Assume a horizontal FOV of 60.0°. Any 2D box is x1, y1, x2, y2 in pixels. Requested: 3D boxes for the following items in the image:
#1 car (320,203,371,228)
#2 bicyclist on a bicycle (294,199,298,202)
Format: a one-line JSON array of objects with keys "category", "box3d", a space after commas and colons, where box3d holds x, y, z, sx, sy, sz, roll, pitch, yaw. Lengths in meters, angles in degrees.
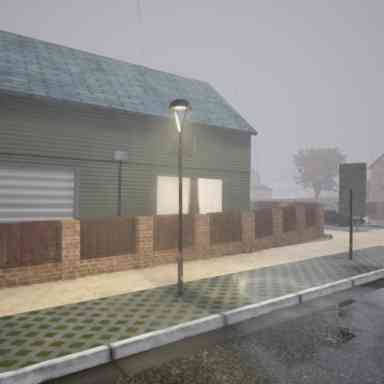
[{"category": "car", "box3d": [9.026, 1.505, 21.739, 2.128, 1.511, 4.902, 2, -1, -34]}, {"category": "bicyclist on a bicycle", "box3d": [9.734, 1.486, 31.277, 1.656, 1.620, 0.582, 1, -1, -34]}]
